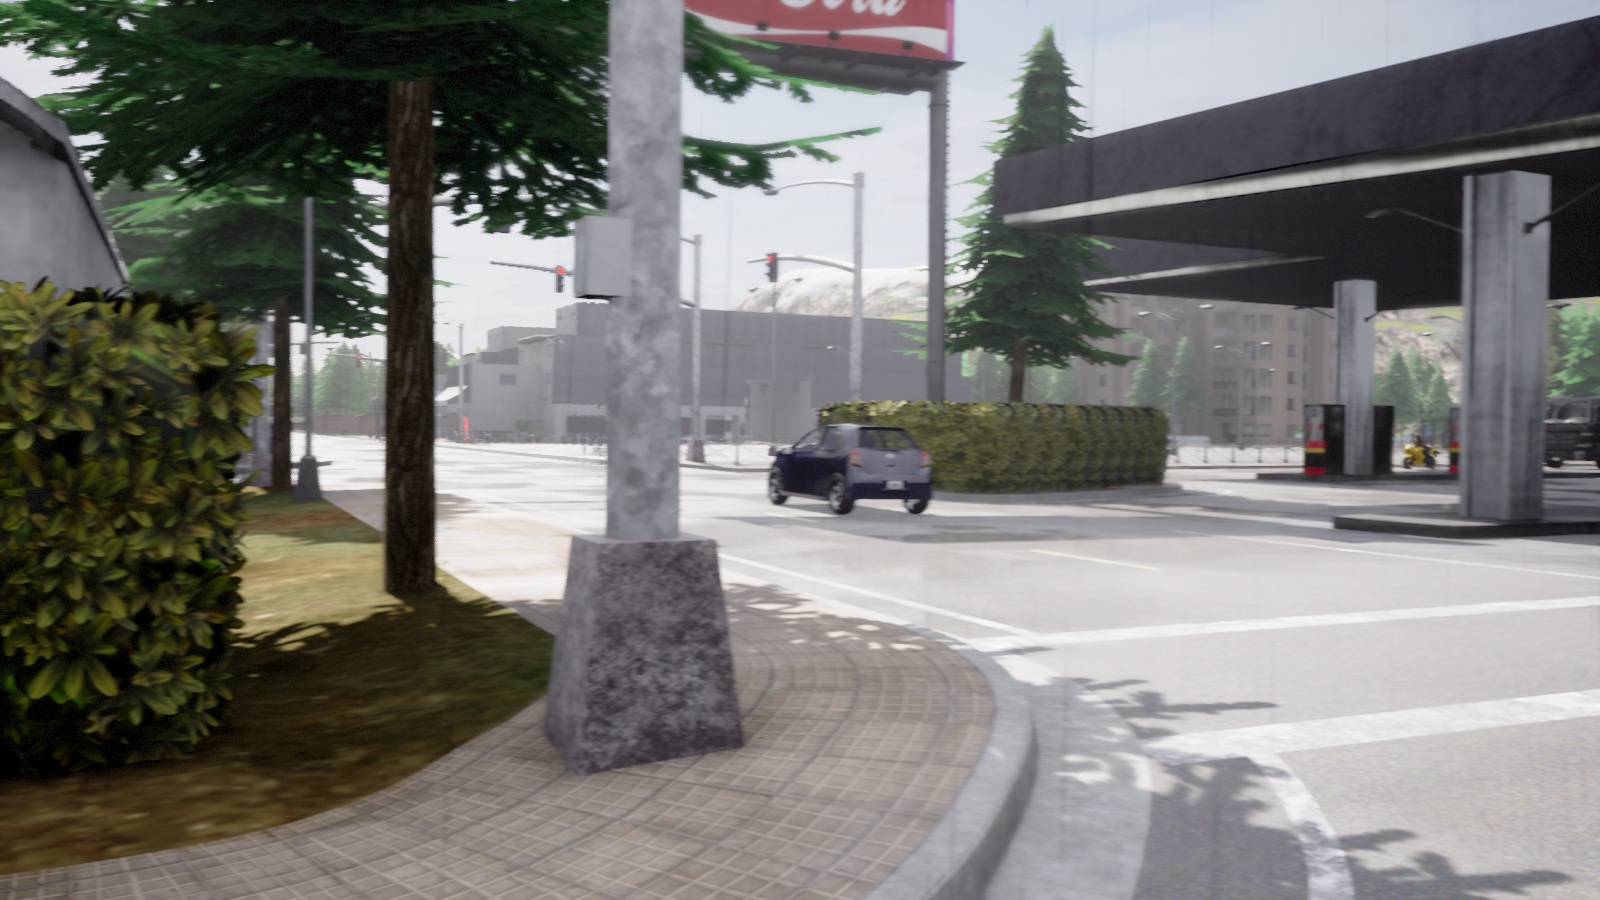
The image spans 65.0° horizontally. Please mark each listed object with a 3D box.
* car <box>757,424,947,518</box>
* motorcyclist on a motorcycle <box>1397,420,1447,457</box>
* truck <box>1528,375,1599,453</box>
[{"bbox_3d":[0.820,0.296,22.071,1.845,1.501,3.633,0,1,-26],"label":"car"},{"bbox_3d":[26.458,-0.484,53.416,2.044,1.523,0.797,-1,1,-25],"label":"motorcyclist on a motorcycle"},{"bbox_3d":[38.163,-1.689,58.956,7.936,3.462,2.891,-1,1,-25],"label":"truck"}]
